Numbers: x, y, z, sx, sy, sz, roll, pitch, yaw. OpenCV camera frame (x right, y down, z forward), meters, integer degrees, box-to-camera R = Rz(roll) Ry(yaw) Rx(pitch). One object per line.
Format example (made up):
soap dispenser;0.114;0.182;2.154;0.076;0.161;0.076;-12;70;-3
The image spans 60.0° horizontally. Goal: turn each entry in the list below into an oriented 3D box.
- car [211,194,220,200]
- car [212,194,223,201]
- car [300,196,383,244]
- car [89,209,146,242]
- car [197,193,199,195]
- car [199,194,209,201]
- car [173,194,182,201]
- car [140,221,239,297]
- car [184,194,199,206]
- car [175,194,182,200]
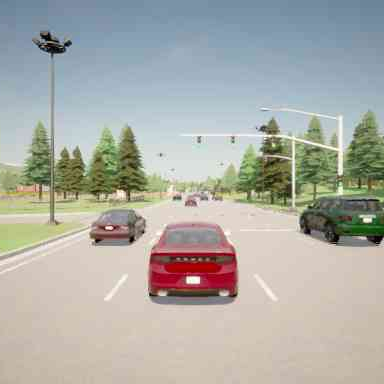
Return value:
car;6.673;1.372;94.287;2.033;1.411;5.357;0;0;0
car;6.709;1.517;83.867;2.128;1.511;4.902;0;0;0
car;7.043;1.222;16.025;2.150;2.045;5.566;0;0;0
car;-3.455;1.547;16.337;2.033;1.411;5.357;0;0;0
car;3.173;1.357;94.275;2.128;1.511;4.902;0;0;0
car;3.208;1.516;84.272;1.812;1.442;4.674;0;0;0
car;-3.791;1.469;83.831;1.882;1.535;5.008;0;0;0
car;0.033;1.478;8.628;1.882;1.535;5.008;0;0;0
car;-0.184;1.525;53.230;1.812;1.442;4.674;0;0;0
car;-3.827;1.310;94.250;1.882;1.535;5.008;0;0;0
